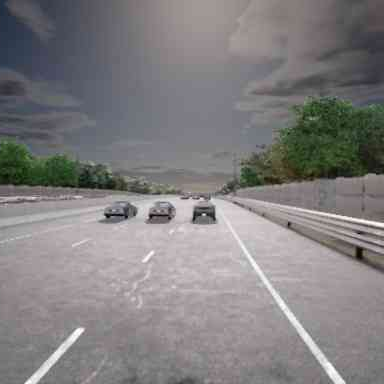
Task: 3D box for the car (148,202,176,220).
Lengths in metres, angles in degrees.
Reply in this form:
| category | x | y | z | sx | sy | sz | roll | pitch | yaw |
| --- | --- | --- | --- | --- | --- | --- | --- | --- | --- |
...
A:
| category | x | y | z | sx | sy | sz | roll | pitch | yaw |
| --- | --- | --- | --- | --- | --- | --- | --- | --- | --- |
| car | -2.458 | 1.529 | 28.181 | 2.033 | 1.411 | 5.357 | 0 | 0 | 3 |

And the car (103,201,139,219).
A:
| category | x | y | z | sx | sy | sz | roll | pitch | yaw |
| --- | --- | --- | --- | --- | --- | --- | --- | --- | --- |
| car | -5.954 | 1.505 | 28.351 | 2.033 | 1.411 | 5.357 | 0 | 0 | 3 |

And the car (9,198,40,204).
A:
| category | x | y | z | sx | sy | sz | roll | pitch | yaw |
| --- | --- | --- | --- | --- | --- | --- | --- | --- | --- |
| car | -22.701 | 1.438 | 45.190 | 1.895 | 1.301 | 4.718 | 0 | 0 | 3 |

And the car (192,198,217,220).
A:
| category | x | y | z | sx | sy | sz | roll | pitch | yaw |
| --- | --- | --- | --- | --- | --- | --- | --- | --- | --- |
| car | 1.040 | 1.511 | 28.012 | 1.837 | 1.490 | 4.892 | 0 | 0 | 3 |
